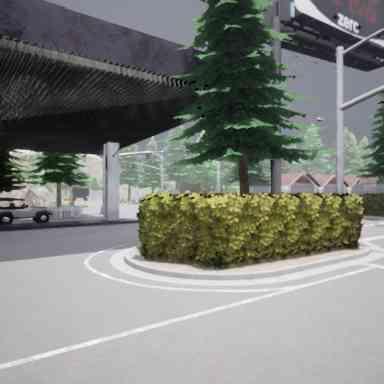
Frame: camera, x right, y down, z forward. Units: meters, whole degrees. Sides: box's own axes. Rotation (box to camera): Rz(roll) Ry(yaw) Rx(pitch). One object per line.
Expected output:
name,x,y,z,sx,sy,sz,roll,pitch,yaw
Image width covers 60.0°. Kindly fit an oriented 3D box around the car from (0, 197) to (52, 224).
car,-12.050,1.311,23.427,3.866,1.878,1.905,0,0,-36
